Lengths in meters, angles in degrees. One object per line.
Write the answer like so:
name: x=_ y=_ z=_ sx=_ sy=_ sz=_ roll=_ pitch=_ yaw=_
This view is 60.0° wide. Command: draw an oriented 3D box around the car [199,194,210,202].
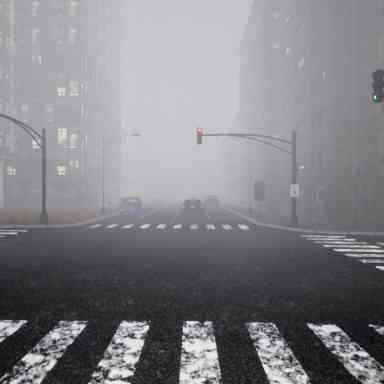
car: x=2.756 y=1.349 z=75.005 sx=2.192 sy=1.841 sz=5.009 roll=0 pitch=0 yaw=0

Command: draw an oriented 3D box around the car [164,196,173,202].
car: x=-5.619 y=1.590 z=80.563 sx=2.008 sy=1.369 sz=4.403 roll=0 pitch=0 yaw=0

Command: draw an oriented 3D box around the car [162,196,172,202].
car: x=-5.624 y=1.559 z=74.841 sx=1.752 sy=1.417 sz=4.829 roll=0 pitch=0 yaw=0

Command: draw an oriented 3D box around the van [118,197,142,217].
van: x=-5.663 y=1.347 z=30.604 sx=1.690 sy=1.788 sz=3.998 roll=0 pitch=0 yaw=0

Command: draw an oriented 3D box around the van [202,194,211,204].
van: x=2.747 y=1.366 z=63.904 sx=1.690 sy=1.788 sz=3.998 roll=0 pitch=0 yaw=0

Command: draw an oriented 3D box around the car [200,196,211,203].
car: x=2.752 y=1.580 z=69.454 sx=2.008 sy=1.369 sz=4.403 roll=0 pitch=0 yaw=0

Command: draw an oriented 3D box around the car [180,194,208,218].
car: x=0.082 y=1.357 z=30.241 sx=2.097 sy=1.767 sz=4.553 roll=0 pitch=0 yaw=1

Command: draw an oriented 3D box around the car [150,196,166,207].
car: x=-5.643 y=1.543 z=52.638 sx=1.752 sy=1.417 sz=4.829 roll=0 pitch=0 yaw=0

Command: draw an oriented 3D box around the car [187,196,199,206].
car: x=0.154 y=1.498 z=58.174 sx=1.882 sy=1.535 sz=5.008 roll=0 pitch=0 yaw=0

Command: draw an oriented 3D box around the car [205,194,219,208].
car: x=2.732 y=1.330 z=47.251 sx=2.192 sy=1.841 sz=5.009 roll=0 pitch=0 yaw=0

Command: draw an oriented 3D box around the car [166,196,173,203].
car: x=-5.629 y=1.469 z=69.461 sx=1.967 sy=1.590 sz=4.097 roll=0 pitch=0 yaw=0
